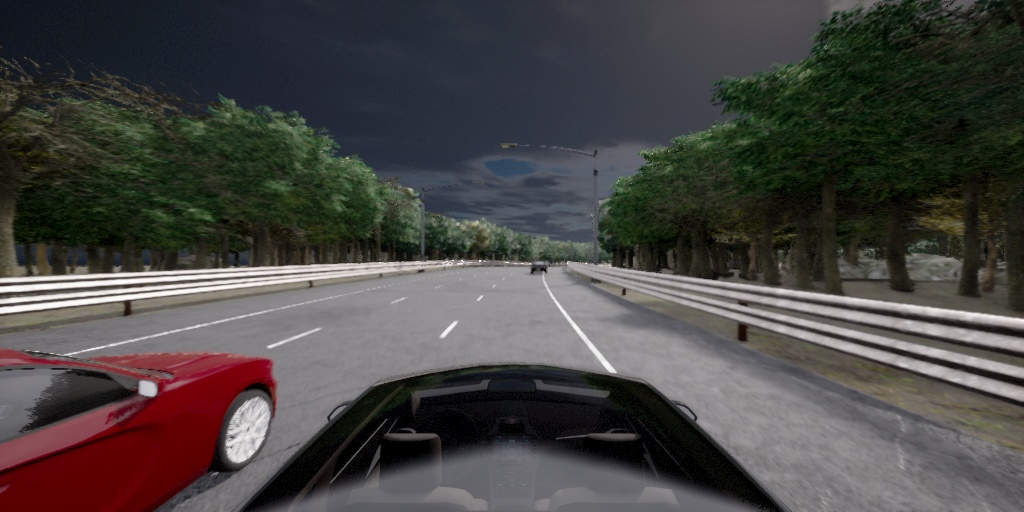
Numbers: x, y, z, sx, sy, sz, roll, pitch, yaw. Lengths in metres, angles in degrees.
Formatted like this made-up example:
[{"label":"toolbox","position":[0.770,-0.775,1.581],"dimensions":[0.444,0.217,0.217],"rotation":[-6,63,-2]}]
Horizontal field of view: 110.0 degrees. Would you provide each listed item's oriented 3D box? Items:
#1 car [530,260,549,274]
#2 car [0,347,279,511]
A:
[{"label":"car","position":[3.227,1.313,42.999],"dimensions":[1.882,1.535,5.008],"rotation":[0,0,6]},{"label":"car","position":[-3.375,1.205,1.753],"dimensions":[1.882,1.535,5.008],"rotation":[0,0,0]}]
